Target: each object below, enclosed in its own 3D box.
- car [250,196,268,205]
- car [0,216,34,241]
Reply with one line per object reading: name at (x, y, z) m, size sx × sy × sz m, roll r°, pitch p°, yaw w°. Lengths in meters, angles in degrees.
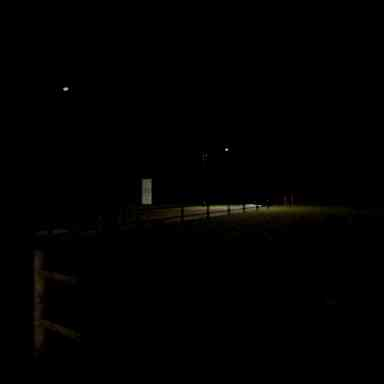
car at (10.741, 1.315, 52.869) m, size 1.994 × 1.385 × 4.181 m, roll 0°, pitch 0°, yaw 31°
car at (-9.149, 1.435, 13.843) m, size 1.882 × 1.535 × 5.008 m, roll 0°, pitch 0°, yaw 31°
